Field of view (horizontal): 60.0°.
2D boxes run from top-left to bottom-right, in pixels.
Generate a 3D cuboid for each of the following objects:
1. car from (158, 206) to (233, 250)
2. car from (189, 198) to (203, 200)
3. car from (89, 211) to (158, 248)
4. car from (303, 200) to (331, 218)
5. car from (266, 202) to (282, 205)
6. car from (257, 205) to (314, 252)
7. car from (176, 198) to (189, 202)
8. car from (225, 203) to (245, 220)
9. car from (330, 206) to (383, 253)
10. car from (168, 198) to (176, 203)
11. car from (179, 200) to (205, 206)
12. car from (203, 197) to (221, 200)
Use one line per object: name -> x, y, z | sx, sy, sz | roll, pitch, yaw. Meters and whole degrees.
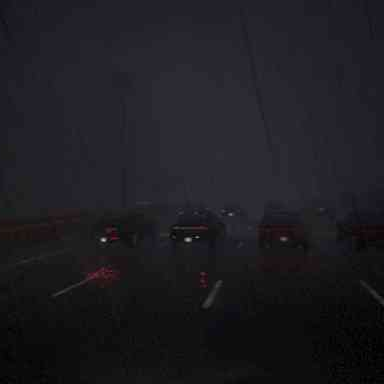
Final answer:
car -> 0.392, 1.599, 14.982 | 2.128, 1.511, 4.902 | -1, 0, 13
car -> 2.050, 2.075, 76.598 | 2.033, 1.411, 5.357 | -1, 0, 28
car -> -3.021, 1.664, 15.753 | 1.837, 1.490, 4.892 | -1, 0, 13
car -> 10.471, 1.419, 27.871 | 2.097, 1.767, 4.553 | -1, -1, 13
car -> 7.110, 1.628, 28.856 | 1.837, 1.490, 4.892 | -1, 0, 13
car -> 3.849, 1.534, 14.396 | 1.882, 1.535, 5.008 | -1, 0, 13
car -> -0.963, 2.125, 78.381 | 2.033, 1.411, 5.357 | -1, 0, 28
car -> 3.712, 1.697, 29.689 | 1.812, 1.442, 4.674 | -1, 0, 13
car -> 7.263, 1.484, 13.627 | 1.882, 1.535, 5.008 | -1, 0, 13
car -> -3.976, 2.113, 80.166 | 1.882, 1.535, 5.008 | -1, 0, 28
car -> 0.209, 1.767, 30.087 | 2.033, 1.411, 5.357 | -1, 0, 13
car -> 5.061, 1.962, 74.814 | 1.882, 1.535, 5.008 | -1, 0, 28
